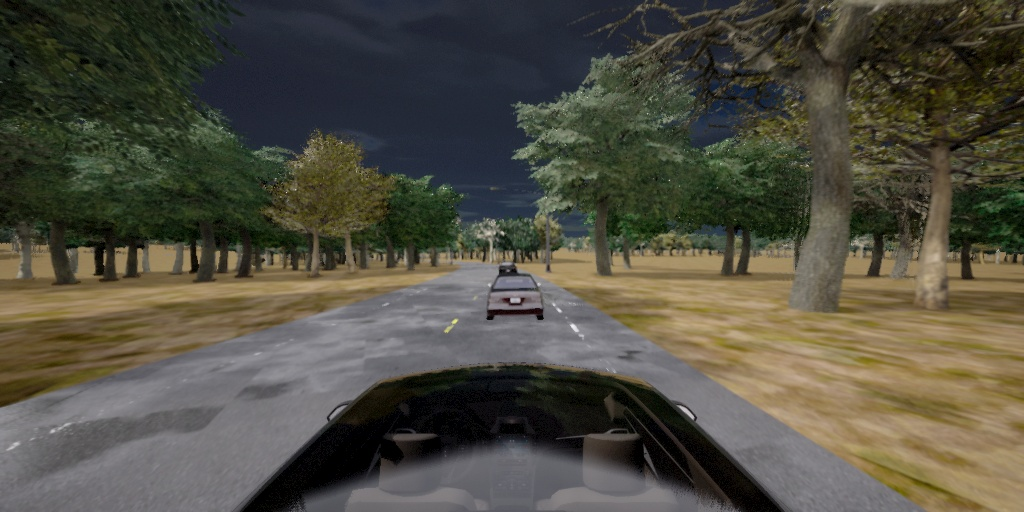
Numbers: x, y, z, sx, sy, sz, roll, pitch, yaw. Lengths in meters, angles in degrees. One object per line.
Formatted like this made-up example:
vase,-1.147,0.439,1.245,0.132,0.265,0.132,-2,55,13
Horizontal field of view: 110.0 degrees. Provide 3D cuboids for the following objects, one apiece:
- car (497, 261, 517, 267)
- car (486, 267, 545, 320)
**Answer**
car,-0.509,1.311,37.838,1.882,1.535,5.008,-1,-1,-3
car,0.088,1.309,12.777,2.033,1.411,5.357,-1,0,0
